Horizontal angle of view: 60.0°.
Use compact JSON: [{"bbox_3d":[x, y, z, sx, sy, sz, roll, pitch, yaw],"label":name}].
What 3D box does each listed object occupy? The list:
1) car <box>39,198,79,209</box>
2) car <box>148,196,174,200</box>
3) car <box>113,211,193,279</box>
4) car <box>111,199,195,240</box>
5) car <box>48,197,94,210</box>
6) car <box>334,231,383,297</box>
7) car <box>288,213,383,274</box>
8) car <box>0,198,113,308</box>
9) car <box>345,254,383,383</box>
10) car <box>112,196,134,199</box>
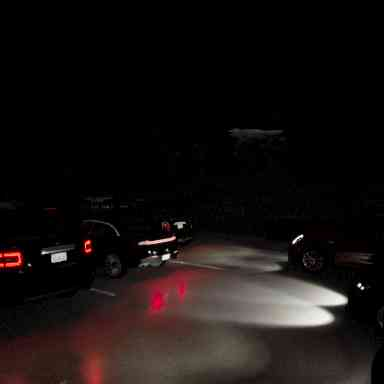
[{"bbox_3d":[-18.132,1.491,45.540,1.895,1.301,4.718,0,0,43],"label":"car"},{"bbox_3d":[-5.815,1.408,52.282,4.902,1.511,2.128,0,0,-39],"label":"car"},{"bbox_3d":[-2.645,1.491,10.139,4.902,1.511,2.128,0,0,36],"label":"car"},{"bbox_3d":[-2.185,1.351,14.108,4.553,1.767,2.097,0,0,35],"label":"car"},{"bbox_3d":[-15.635,1.453,43.170,2.033,1.411,5.357,0,0,40],"label":"car"},{"bbox_3d":[4.627,1.564,4.981,4.181,1.385,1.994,0,0,36],"label":"car"},{"bbox_3d":[5.001,1.352,9.025,4.553,1.767,2.097,0,0,36],"label":"car"},{"bbox_3d":[-4.530,1.221,7.213,5.566,2.045,2.150,0,0,33],"label":"car"},{"bbox_3d":[3.575,1.474,1.437,5.008,1.535,1.882,0,0,35],"label":"car"},{"bbox_3d":[-11.408,1.375,52.104,5.008,1.535,1.882,0,0,-41],"label":"car"}]
